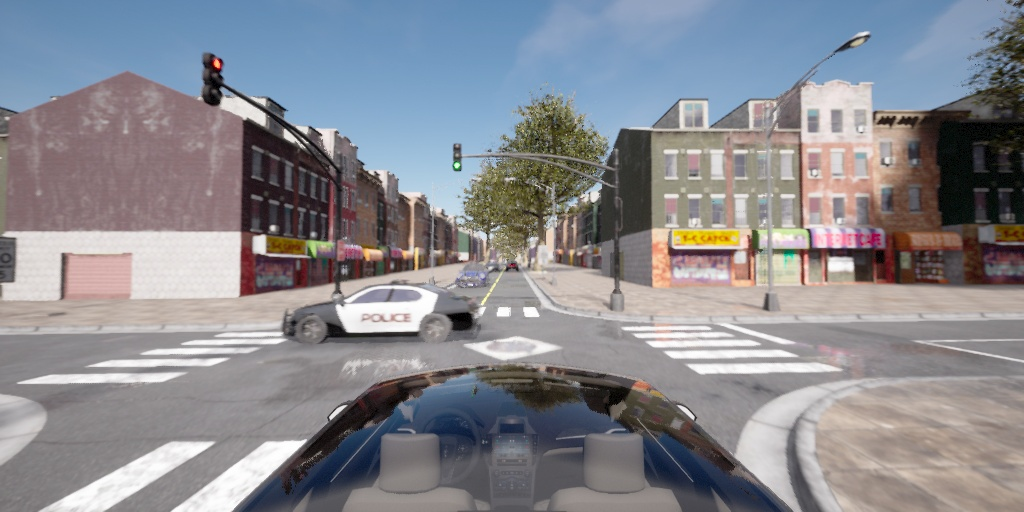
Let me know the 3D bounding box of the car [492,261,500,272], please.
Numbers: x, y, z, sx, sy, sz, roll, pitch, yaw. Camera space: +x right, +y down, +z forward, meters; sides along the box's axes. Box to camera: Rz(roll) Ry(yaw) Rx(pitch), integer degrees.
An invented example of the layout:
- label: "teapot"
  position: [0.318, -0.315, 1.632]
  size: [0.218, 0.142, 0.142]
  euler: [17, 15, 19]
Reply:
- label: "car"
  position: [-2.772, 1.462, 50.915]
  size: [2.128, 1.511, 4.902]
  euler: [0, 0, 1]

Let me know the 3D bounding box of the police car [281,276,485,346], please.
- label: "police car"
  position: [-3.382, 1.448, 9.639]
  size: [4.974, 1.542, 2.038]
  euler: [-1, -1, 0]

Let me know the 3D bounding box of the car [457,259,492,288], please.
- label: "car"
  position: [-2.833, 1.359, 26.670]
  size: [2.097, 1.767, 4.553]
  euler: [0, 0, 0]

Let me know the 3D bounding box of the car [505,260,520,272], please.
- label: "car"
  position: [0.028, 1.476, 51.241]
  size: [1.837, 1.490, 4.892]
  euler: [0, 0, 0]
